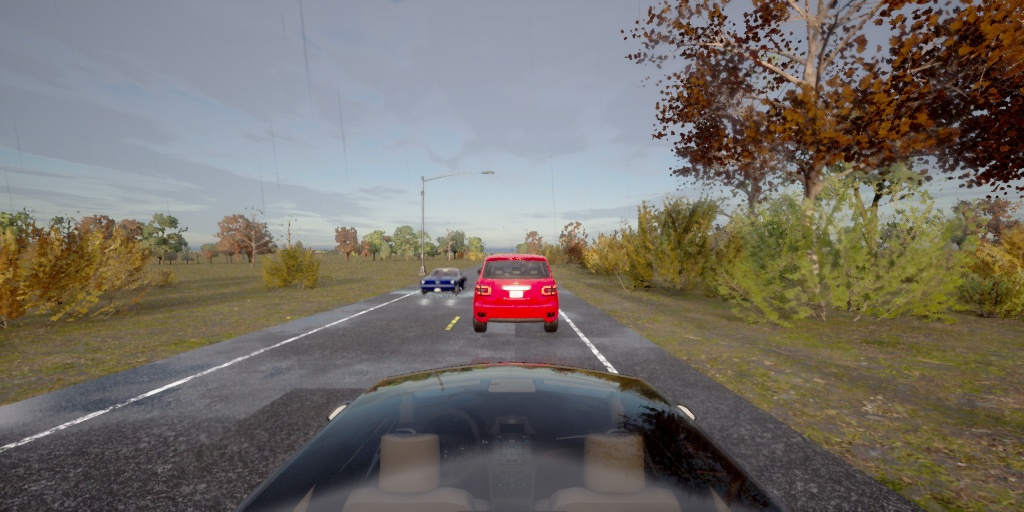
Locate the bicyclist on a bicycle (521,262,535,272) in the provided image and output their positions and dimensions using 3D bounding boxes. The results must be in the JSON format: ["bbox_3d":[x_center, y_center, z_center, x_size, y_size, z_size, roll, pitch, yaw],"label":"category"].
[{"bbox_3d":[0.935,1.114,18.621,0.659,1.776,1.843,0,0,0],"label":"bicyclist on a bicycle"}]

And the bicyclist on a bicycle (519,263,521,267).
[{"bbox_3d":[0.891,1.111,28.634,0.659,1.776,1.843,0,0,0],"label":"bicyclist on a bicycle"}]

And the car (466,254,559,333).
[{"bbox_3d":[0.087,0.968,10.915,2.150,2.045,5.566,0,0,0],"label":"car"}]

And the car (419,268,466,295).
[{"bbox_3d":[-3.635,1.344,19.656,1.895,1.301,4.718,0,0,0],"label":"car"}]
